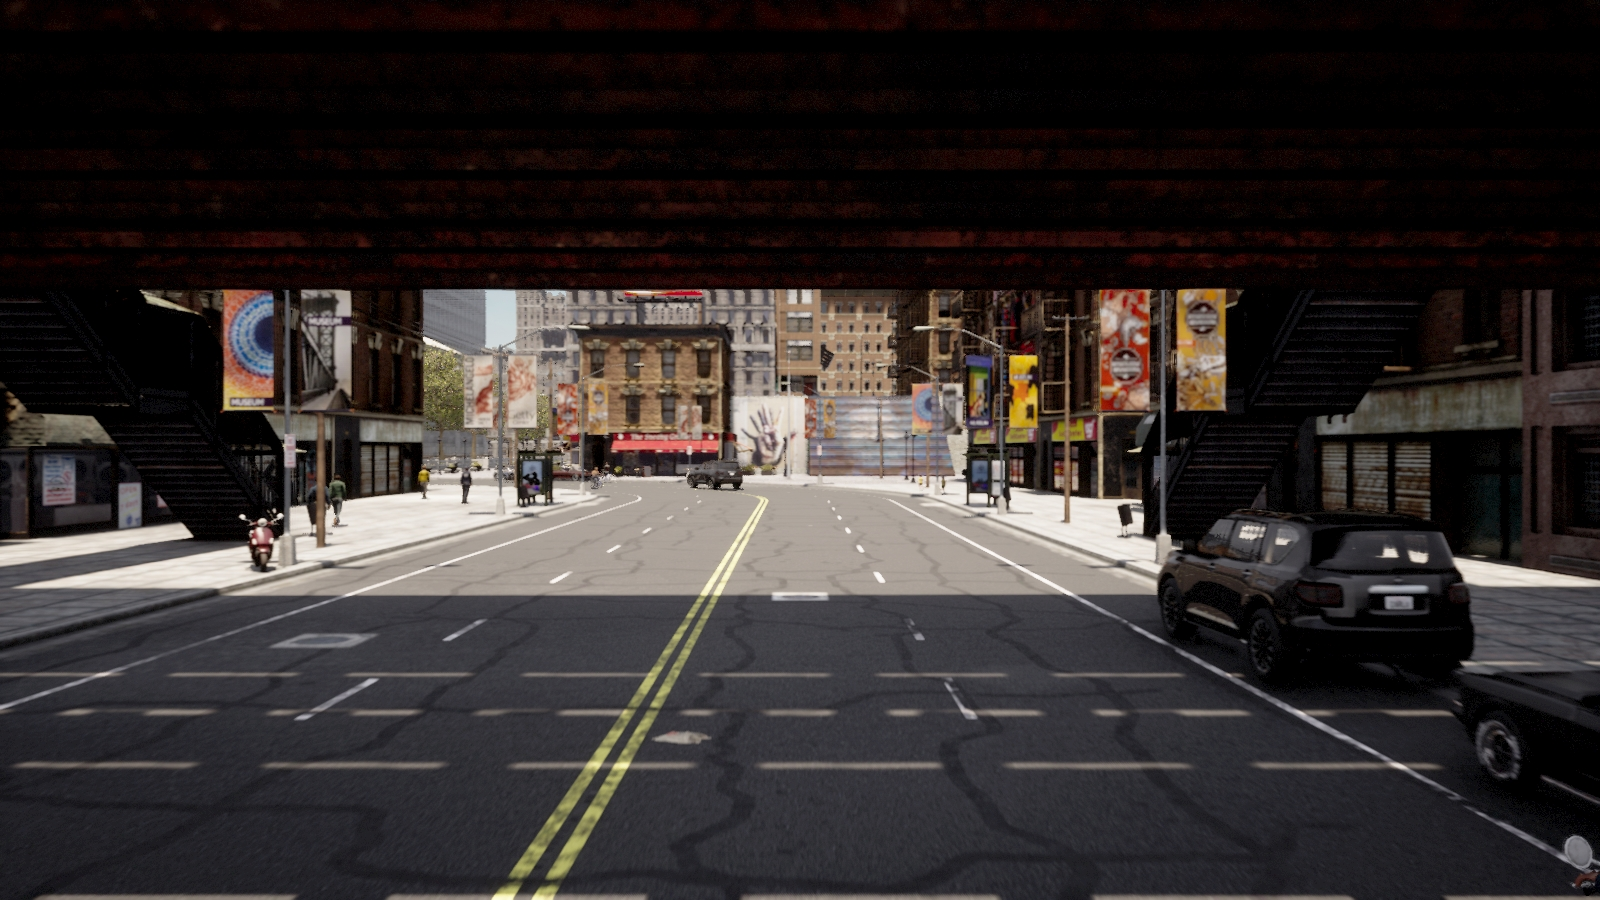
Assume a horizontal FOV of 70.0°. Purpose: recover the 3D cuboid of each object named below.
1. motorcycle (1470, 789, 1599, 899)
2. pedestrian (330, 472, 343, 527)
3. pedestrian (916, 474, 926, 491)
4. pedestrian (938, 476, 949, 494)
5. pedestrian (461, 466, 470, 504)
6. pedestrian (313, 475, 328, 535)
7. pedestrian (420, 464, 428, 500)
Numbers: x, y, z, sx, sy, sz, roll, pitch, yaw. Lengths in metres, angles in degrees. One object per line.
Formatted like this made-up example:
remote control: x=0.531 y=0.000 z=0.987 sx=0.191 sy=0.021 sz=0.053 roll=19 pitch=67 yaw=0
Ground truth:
motorcycle: x=3.516 y=2.182 z=4.369 sx=0.856 sy=1.236 sz=1.805 roll=0 pitch=0 yaw=0
pedestrian: x=-15.955 y=1.696 z=39.325 sx=0.375 sy=1.860 sz=0.375 roll=0 pitch=0 yaw=-16
pedestrian: x=7.737 y=2.076 z=72.968 sx=0.500 sy=1.100 sz=0.500 roll=0 pitch=0 yaw=-17
pedestrian: x=8.518 y=2.076 z=67.836 sx=0.500 sy=1.100 sz=0.500 roll=0 pitch=0 yaw=-21
pedestrian: x=-16.404 y=1.696 z=56.022 sx=0.375 sy=1.860 sz=0.375 roll=0 pitch=0 yaw=-8
pedestrian: x=-14.859 y=1.696 z=35.405 sx=0.375 sy=1.860 sz=0.375 roll=0 pitch=0 yaw=-17
pedestrian: x=-20.002 y=1.696 z=60.822 sx=0.375 sy=1.860 sz=0.375 roll=0 pitch=0 yaw=-20
